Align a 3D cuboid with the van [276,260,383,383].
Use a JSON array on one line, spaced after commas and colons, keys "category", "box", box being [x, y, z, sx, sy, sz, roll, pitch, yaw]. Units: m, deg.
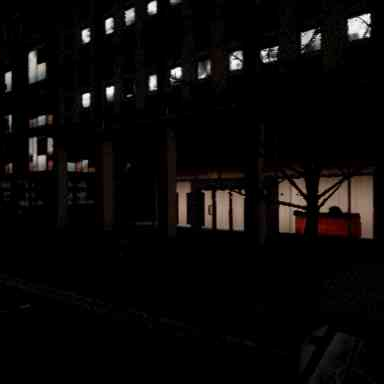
[{"category": "van", "box": [2.255, 1.329, 1.265, 3.998, 1.788, 1.690, -1, 0, 35]}]
